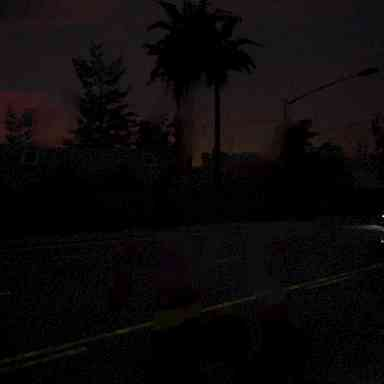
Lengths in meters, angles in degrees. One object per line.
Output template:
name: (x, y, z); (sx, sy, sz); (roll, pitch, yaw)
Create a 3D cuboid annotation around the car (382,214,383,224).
car: (15.333, 1.594, 23.559); (4.892, 1.490, 1.837); (1, 0, -36)
